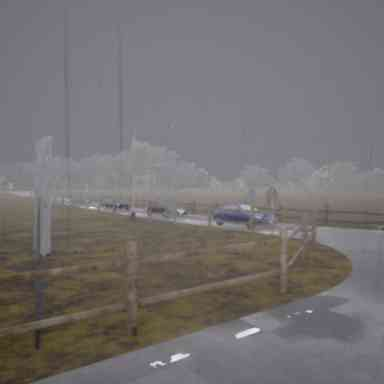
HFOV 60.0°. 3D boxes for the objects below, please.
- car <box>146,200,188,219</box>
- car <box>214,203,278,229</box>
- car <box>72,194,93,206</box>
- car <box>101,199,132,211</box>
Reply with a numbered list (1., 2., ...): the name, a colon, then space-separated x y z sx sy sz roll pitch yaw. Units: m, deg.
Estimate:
1. car: -2.208 1.415 28.560 2.128 1.511 4.902 1 0 -35
2. car: 3.226 1.450 20.936 1.812 1.442 4.674 1 -1 -34
3. car: -15.625 1.103 47.372 2.128 1.511 4.902 1 1 -35
4. car: -8.464 1.433 37.284 1.895 1.301 4.718 1 0 -36
